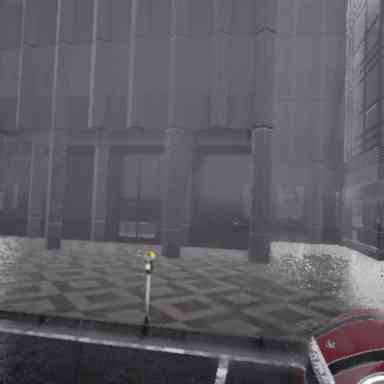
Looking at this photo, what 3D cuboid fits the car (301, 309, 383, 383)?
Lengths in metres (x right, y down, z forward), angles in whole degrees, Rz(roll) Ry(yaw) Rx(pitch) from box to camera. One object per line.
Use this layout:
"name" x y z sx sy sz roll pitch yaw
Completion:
"car" 3.377 1.620 2.914 4.553 1.767 2.097 2 -2 11
